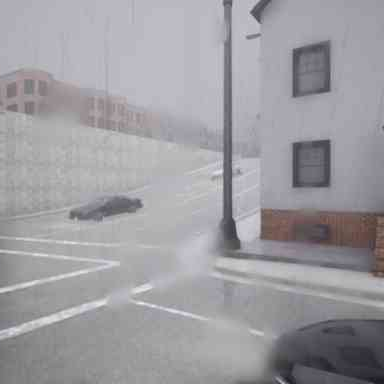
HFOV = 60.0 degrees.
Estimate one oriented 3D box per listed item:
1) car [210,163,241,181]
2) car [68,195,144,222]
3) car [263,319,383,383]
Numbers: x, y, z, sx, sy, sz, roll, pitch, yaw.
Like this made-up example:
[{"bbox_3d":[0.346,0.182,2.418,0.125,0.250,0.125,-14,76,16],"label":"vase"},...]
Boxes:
[{"bbox_3d":[3.657,-2.277,35.832,1.812,1.442,4.674,0,14,35],"label":"car"},{"bbox_3d":[-5.650,0.990,22.585,2.033,1.411,5.357,0,6,35],"label":"car"},{"bbox_3d":[2.735,1.526,2.020,4.674,1.442,1.812,0,0,36],"label":"car"}]
